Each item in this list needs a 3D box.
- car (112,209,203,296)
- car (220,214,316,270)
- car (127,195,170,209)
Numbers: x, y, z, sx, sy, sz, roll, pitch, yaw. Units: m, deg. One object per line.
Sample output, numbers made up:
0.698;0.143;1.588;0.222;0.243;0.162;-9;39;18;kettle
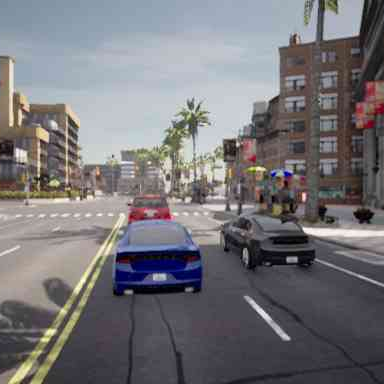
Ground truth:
-0.948;1.452;8.735;1.882;1.535;5.008;0;0;-8;car
2.246;1.475;10.956;1.837;1.490;4.892;0;1;-8;car
-2.392;1.168;18.381;2.150;2.045;5.566;0;0;-9;car
